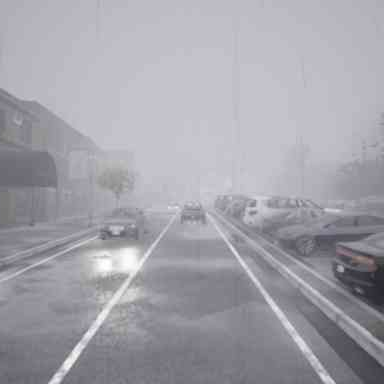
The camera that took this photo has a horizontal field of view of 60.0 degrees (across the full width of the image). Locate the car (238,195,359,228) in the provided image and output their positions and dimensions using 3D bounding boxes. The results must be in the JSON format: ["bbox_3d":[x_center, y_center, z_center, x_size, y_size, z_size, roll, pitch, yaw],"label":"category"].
[{"bbox_3d":[5.635,1.273,18.277,5.566,2.045,2.435,0,0,0],"label":"car"}]

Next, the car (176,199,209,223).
[{"bbox_3d":[0.095,1.587,26.108,2.128,1.511,4.902,0,0,0],"label":"car"}]

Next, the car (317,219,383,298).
[{"bbox_3d":[5.619,1.483,7.063,5.008,1.535,2.097,0,0,0],"label":"car"}]

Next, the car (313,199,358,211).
[{"bbox_3d":[18.675,1.668,43.494,5.008,1.535,2.097,0,-1,0],"label":"car"}]

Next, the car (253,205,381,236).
[{"bbox_3d":[5.607,1.512,15.469,4.892,1.521,2.231,0,0,0],"label":"car"}]

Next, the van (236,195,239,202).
[{"bbox_3d":[5.715,1.324,23.884,4.442,1.987,1.878,0,0,0],"label":"van"}]

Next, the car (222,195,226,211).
[{"bbox_3d":[5.559,1.463,32.295,4.553,1.767,2.185,0,0,0],"label":"car"}]

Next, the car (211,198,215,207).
[{"bbox_3d":[5.619,1.417,43.506,5.566,2.045,2.435,0,0,0],"label":"car"}]

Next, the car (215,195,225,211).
[{"bbox_3d":[5.618,1.354,35.096,5.566,2.045,2.435,0,0,0],"label":"car"}]

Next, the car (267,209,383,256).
[{"bbox_3d":[5.586,1.530,12.671,4.792,1.488,2.163,0,0,0],"label":"car"}]

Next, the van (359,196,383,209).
[{"bbox_3d":[18.787,1.364,32.359,4.442,1.987,1.878,0,0,0],"label":"van"}]

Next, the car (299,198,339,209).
[{"bbox_3d":[18.667,1.728,49.062,5.008,1.535,2.097,0,-1,0],"label":"car"}]

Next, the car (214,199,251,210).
[{"bbox_3d":[5.585,1.698,46.305,4.892,1.521,2.231,0,-1,0],"label":"car"}]

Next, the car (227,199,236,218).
[{"bbox_3d":[5.590,1.564,26.686,4.892,1.521,2.231,0,0,0],"label":"car"}]

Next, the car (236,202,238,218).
[{"bbox_3d":[5.598,1.537,21.080,5.008,1.535,2.097,0,0,0],"label":"car"}]

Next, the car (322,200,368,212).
[{"bbox_3d":[18.671,1.685,40.706,4.674,1.452,2.002,0,0,0],"label":"car"}]

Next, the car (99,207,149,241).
[{"bbox_3d":[-3.351,1.543,17.174,2.128,1.511,4.902,0,0,0],"label":"car"}]

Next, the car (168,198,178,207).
[{"bbox_3d":[-3.301,1.906,59.800,2.128,1.511,4.902,0,-1,1],"label":"car"}]

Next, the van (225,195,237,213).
[{"bbox_3d":[5.477,1.350,29.491,4.442,1.987,1.878,0,0,0],"label":"van"}]

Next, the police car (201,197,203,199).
[{"bbox_3d":[0.083,1.699,43.757,2.038,1.542,4.974,0,-1,0],"label":"police car"}]

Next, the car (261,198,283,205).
[{"bbox_3d":[18.687,2.167,77.544,4.674,1.452,2.002,0,-1,0],"label":"car"}]
